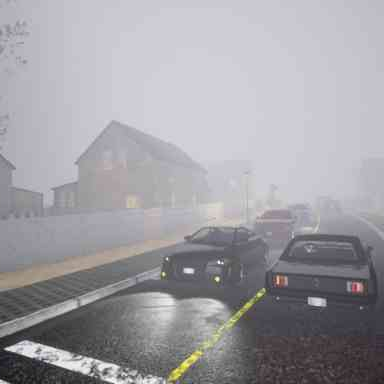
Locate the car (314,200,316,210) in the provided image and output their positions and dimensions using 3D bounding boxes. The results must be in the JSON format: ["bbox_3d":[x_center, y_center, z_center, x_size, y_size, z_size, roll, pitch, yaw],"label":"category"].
[{"bbox_3d":[12.030,1.827,35.938,2.033,1.411,5.357,-2,-1,20],"label":"car"}]

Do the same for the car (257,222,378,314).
[{"bbox_3d":[3.174,1.630,7.771,1.895,1.301,4.718,-2,-1,27],"label":"car"}]

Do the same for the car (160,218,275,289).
[{"bbox_3d":[0.819,1.687,9.631,1.994,1.385,4.181,-2,-1,27],"label":"car"}]

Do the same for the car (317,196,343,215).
[{"bbox_3d":[15.347,1.575,36.842,2.097,1.767,4.553,-2,-1,19],"label":"car"}]

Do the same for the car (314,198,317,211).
[{"bbox_3d":[18.266,1.554,46.158,2.150,2.045,5.566,-1,-1,16],"label":"car"}]

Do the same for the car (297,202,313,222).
[{"bbox_3d":[8.351,1.680,26.328,1.882,1.535,5.008,-2,-1,22],"label":"car"}]

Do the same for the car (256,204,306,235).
[{"bbox_3d":[4.557,1.631,17.468,1.882,1.535,5.008,-2,-1,24],"label":"car"}]
